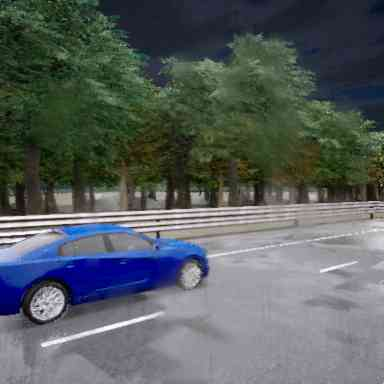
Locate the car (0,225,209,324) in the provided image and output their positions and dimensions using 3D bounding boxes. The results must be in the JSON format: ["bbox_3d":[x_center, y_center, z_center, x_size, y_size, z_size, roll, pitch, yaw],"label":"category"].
[{"bbox_3d":[-1.852,1.447,7.173,5.008,1.535,1.882,0,0,-38],"label":"car"}]
